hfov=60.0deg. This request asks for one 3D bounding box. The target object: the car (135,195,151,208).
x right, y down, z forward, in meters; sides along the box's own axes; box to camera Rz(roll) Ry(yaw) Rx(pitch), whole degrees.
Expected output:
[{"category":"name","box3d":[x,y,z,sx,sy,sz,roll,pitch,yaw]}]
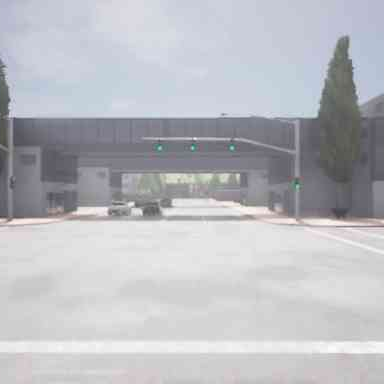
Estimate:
[{"category":"car","box3d":[-7.596,1.516,52.763,2.150,2.045,5.566,0,-1,1]}]

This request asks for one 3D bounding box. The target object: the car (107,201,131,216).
[{"category":"car","box3d":[-7.736,1.725,35.821,1.812,1.442,4.674,0,0,0]}]

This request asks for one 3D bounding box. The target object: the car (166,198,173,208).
[{"category":"car","box3d":[-4.088,1.803,53.444,1.837,1.490,4.892,0,-1,1]}]

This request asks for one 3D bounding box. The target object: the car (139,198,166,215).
[{"category":"car","box3d":[-4.232,1.707,36.205,1.837,1.490,4.892,0,0,0]}]
